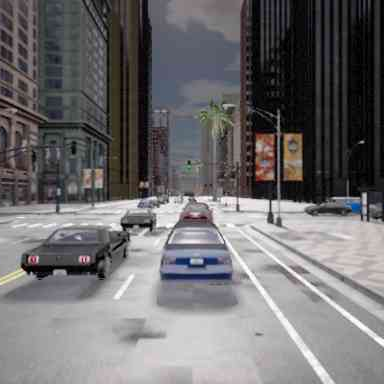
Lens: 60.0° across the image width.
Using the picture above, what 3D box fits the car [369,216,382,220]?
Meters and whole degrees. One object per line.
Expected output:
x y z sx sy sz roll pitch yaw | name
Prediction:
17.068 1.681 27.854 4.403 1.369 2.008 0 0 0 | car

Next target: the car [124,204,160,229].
-3.299 1.702 21.234 1.895 1.301 4.718 0 0 -3 | car

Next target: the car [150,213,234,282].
0.100 1.595 9.888 2.033 1.411 5.357 0 0 0 | car

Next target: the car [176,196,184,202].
-3.258 1.736 88.650 1.882 1.535 5.008 0 0 0 | car

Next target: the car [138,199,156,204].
-6.589 1.751 47.170 1.812 1.442 4.674 0 0 -1 | car

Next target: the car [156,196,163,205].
-6.591 1.837 57.176 1.994 1.385 4.181 0 0 0 | car

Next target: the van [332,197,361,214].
17.063 1.487 36.379 3.998 1.788 1.690 0 0 0 | van

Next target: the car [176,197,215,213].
0.425 1.458 22.362 2.097 1.767 4.553 0 0 6 | car

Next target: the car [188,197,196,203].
-0.007 1.906 79.499 1.812 1.442 4.674 0 0 0 | car

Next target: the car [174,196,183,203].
-3.257 1.894 78.646 1.812 1.442 4.674 0 0 0 | car

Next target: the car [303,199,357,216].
13.735 1.669 33.712 4.674 1.442 1.812 0 0 2 | car

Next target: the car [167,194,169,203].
-6.507 1.598 78.013 2.150 2.045 5.566 0 0 0 | car

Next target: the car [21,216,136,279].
-3.150 1.649 10.166 1.895 1.301 4.718 0 0 0 | car

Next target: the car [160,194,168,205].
-6.506 1.800 67.399 1.882 1.535 5.008 0 0 0 | car
